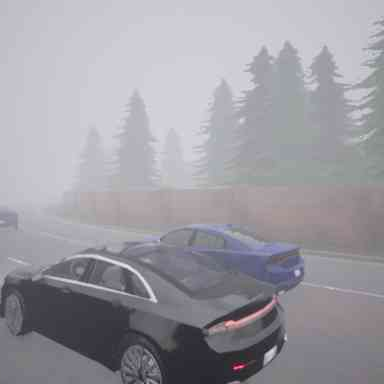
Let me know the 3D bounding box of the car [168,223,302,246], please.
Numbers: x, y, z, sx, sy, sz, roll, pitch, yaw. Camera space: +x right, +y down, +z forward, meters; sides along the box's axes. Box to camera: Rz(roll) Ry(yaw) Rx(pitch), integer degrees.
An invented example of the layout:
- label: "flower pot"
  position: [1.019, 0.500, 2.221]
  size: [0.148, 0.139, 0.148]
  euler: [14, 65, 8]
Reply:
- label: "car"
  position: [0.252, 1.527, 8.425]
  size: [5.008, 1.535, 1.882]
  euler: [0, 0, 39]

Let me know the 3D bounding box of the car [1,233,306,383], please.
- label: "car"
  position: [-1.081, 1.521, 5.027]
  size: [4.902, 1.511, 2.128]
  euler: [0, 0, 38]

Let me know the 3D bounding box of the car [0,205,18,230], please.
- label: "car"
  position: [-12.543, 1.589, 21.203]
  size: [1.882, 1.535, 5.008]
  euler: [0, 0, -40]
